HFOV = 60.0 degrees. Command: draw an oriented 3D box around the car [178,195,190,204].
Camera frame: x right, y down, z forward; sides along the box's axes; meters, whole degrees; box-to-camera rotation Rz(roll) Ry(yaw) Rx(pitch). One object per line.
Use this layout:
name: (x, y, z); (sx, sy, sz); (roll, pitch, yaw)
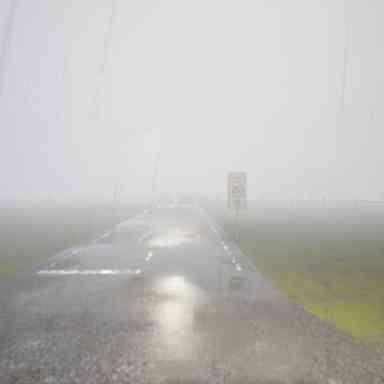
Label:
car: (-1.347, 1.182, 55.170); (1.895, 1.301, 4.718); (0, 0, -3)

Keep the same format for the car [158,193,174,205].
car: (-3.812, 0.976, 49.208); (2.097, 1.767, 4.553); (0, 0, -2)

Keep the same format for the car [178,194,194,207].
car: (-0.881, 1.003, 45.072); (2.097, 1.767, 4.553); (0, 0, -2)
